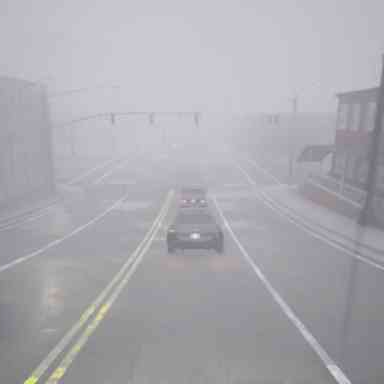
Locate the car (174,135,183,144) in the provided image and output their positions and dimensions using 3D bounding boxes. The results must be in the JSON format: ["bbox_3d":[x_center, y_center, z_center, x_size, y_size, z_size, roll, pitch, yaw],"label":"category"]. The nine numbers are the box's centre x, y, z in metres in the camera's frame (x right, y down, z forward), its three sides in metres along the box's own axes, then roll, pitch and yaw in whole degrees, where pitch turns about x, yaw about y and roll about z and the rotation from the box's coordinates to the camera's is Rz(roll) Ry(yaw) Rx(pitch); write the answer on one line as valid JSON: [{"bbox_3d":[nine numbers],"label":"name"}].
[{"bbox_3d":[-3.522,-12.626,81.937,1.895,1.301,4.718,0,13,0],"label":"car"}]

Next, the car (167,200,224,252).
[{"bbox_3d":[0.099,1.271,12.706,1.994,1.385,4.181,0,3,0],"label":"car"}]

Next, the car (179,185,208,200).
[{"bbox_3d":[0.087,0.241,22.589,2.033,1.411,5.357,0,8,0],"label":"car"}]
